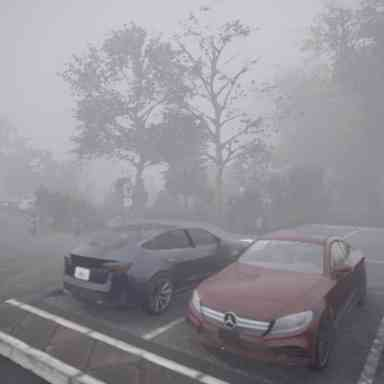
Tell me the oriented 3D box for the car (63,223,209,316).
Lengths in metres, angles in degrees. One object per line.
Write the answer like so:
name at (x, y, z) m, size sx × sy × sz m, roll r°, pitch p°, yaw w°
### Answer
car at (-0.485, 1.419, 7.504) m, size 2.163 × 1.488 × 4.792 m, roll 0°, pitch 0°, yaw 36°

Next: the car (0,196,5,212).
car at (-18.719, 1.246, 36.427) m, size 2.185 × 1.767 × 4.553 m, roll 0°, pitch 0°, yaw 36°

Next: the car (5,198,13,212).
car at (-16.455, 1.265, 34.805) m, size 2.185 × 1.767 × 4.553 m, roll 0°, pitch 0°, yaw 36°

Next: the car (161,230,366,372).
car at (1.793, 1.443, 5.830) m, size 2.002 × 1.452 × 4.674 m, roll 0°, pitch 0°, yaw 36°

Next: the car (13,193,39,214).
car at (-14.090, 1.159, 33.108) m, size 2.435 × 2.045 × 5.566 m, roll 0°, pitch 0°, yaw 36°
